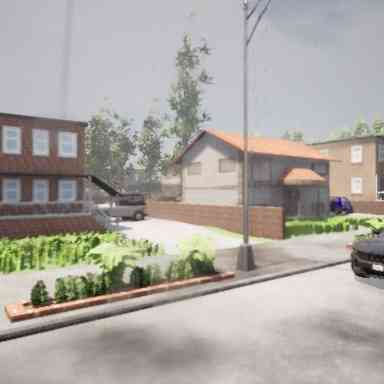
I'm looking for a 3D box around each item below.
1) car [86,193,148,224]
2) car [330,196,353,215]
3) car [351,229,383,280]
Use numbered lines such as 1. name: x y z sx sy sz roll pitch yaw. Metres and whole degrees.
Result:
1. car: -4.565 0.977 20.309 3.866 1.878 1.905 0 0 -35
2. car: 12.171 1.143 29.475 1.845 1.501 3.633 0 0 -35
3. car: 6.324 1.481 9.093 5.008 1.535 1.882 0 0 -35
